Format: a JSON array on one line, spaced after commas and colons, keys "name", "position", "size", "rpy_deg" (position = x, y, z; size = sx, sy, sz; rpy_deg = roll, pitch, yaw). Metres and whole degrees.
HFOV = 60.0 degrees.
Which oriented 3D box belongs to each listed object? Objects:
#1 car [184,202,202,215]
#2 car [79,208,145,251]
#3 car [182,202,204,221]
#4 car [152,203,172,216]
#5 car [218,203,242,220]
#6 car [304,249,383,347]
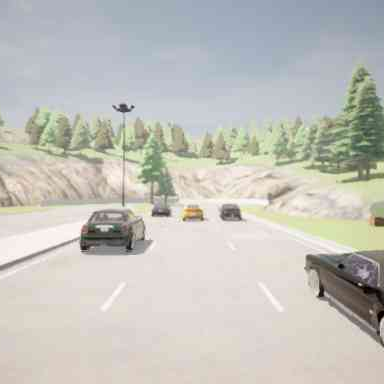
[{"name": "car", "position": [0.161, 2.000, 41.409], "size": [2.033, 1.411, 5.357], "rpy_deg": [0, -1, 1]}, {"name": "car", "position": [-3.400, 1.517, 15.048], "size": [2.097, 1.767, 4.553], "rpy_deg": [0, -1, 0]}, {"name": "car", "position": [0.094, 1.818, 31.121], "size": [1.882, 1.535, 5.008], "rpy_deg": [0, 0, 0]}, {"name": "car", "position": [-3.385, 1.976, 37.645], "size": [1.994, 1.385, 4.181], "rpy_deg": [0, -1, 0]}, {"name": "car", "position": [3.598, 1.856, 32.020], "size": [1.837, 1.490, 4.892], "rpy_deg": [0, -1, 0]}, {"name": "car", "position": [3.600, 1.666, 5.854], "size": [1.895, 1.301, 4.718], "rpy_deg": [0, -1, 0]}]
